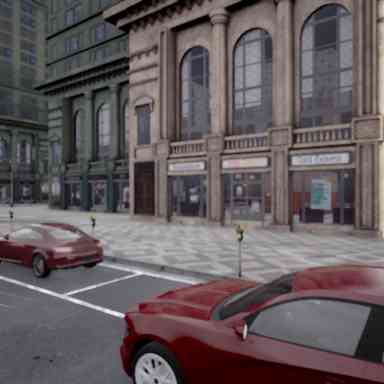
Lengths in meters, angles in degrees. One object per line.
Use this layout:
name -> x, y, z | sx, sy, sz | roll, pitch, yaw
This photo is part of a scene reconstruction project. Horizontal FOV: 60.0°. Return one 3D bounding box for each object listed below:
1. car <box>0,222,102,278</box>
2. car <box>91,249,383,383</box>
car -> -4.376, 1.549, 9.788 | 4.206, 1.307, 1.802 | 0, 0, 36
car -> 1.486, 1.477, 3.175 | 5.008, 1.535, 1.882 | 0, 0, 34
